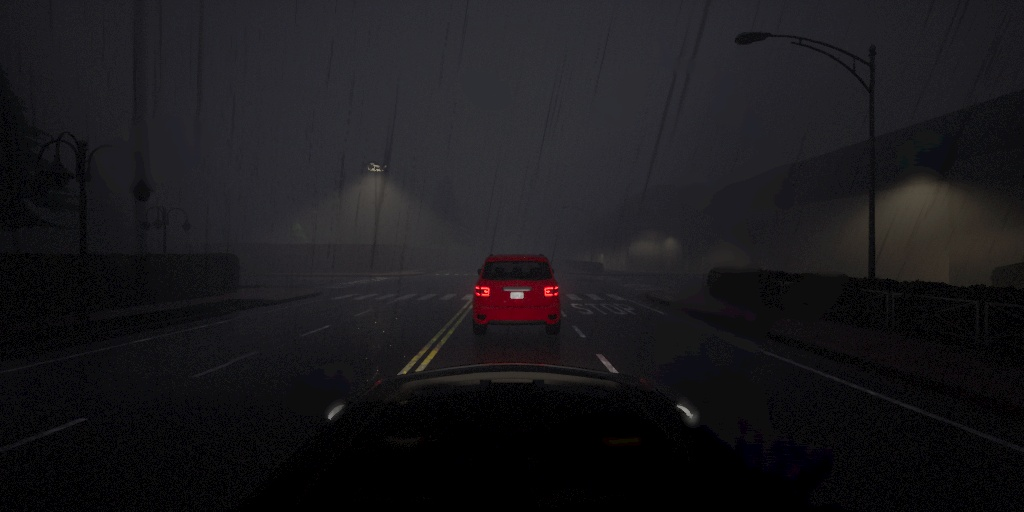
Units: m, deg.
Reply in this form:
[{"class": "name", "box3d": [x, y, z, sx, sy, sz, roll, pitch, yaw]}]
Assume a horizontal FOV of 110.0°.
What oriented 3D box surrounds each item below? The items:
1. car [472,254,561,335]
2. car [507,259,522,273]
[{"class": "car", "box3d": [0.118, 0.971, 10.658, 2.150, 2.045, 5.566, 0, 0, 0]}, {"class": "car", "box3d": [0.340, 1.225, 45.516, 1.882, 1.535, 5.008, 0, 0, 1]}]
